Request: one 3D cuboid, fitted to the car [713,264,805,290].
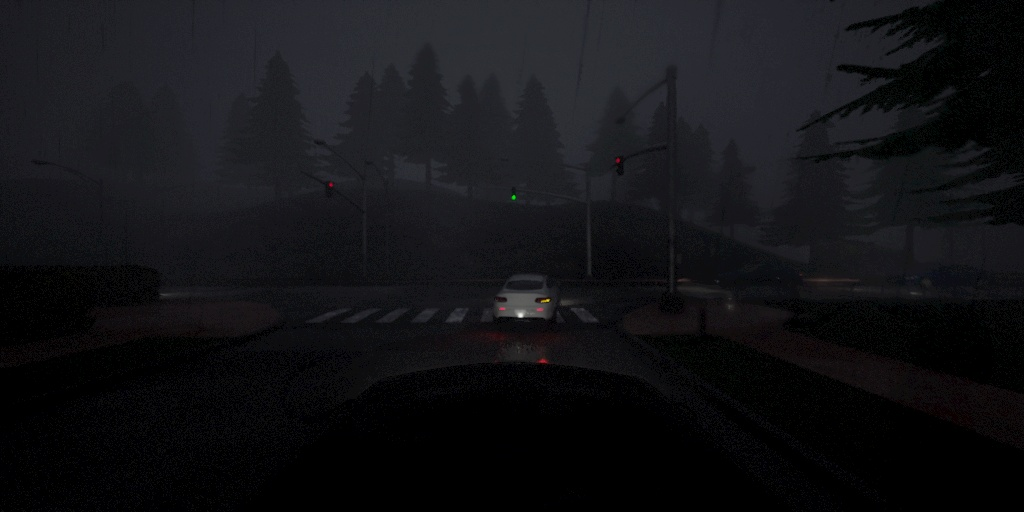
[{"bbox_3d":[14.241,1.197,20.773,4.674,1.442,1.812,0,0,0],"label":"car"}]

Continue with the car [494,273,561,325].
[{"bbox_3d":[0.604,1.284,11.933,1.812,1.442,4.674,0,1,9],"label":"car"}]

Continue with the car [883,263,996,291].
[{"bbox_3d":[24.563,1.148,20.739,5.008,1.535,1.882,0,0,1],"label":"car"}]
